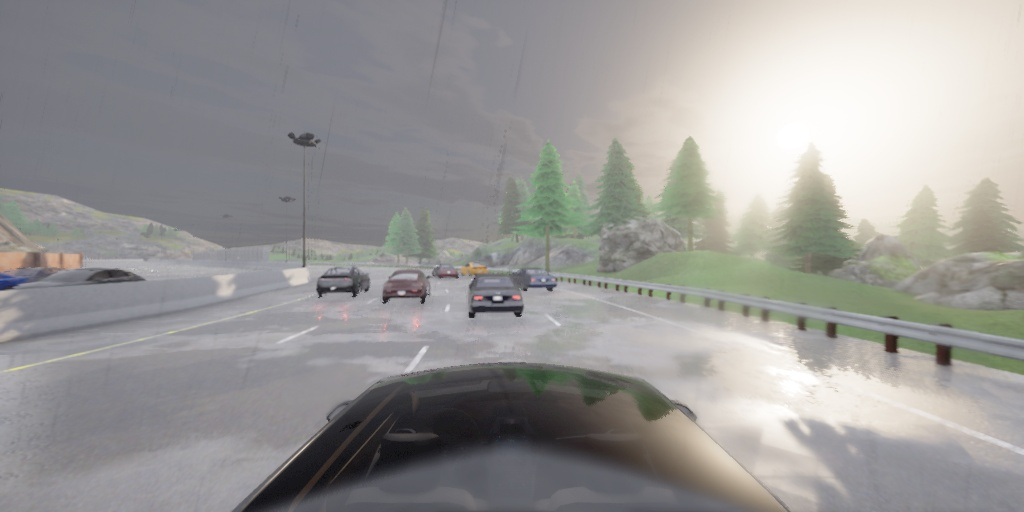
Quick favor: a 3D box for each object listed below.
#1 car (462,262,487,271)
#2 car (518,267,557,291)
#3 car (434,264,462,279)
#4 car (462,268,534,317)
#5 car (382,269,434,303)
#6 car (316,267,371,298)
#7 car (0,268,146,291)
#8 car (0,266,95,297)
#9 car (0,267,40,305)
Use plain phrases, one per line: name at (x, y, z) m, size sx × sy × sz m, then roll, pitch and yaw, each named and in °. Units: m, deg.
car at (-4.125, 1.415, 38.320) m, size 1.882 × 1.535 × 5.008 m, roll 0°, pitch 0°, yaw -23°
car at (1.169, 1.409, 22.584) m, size 2.033 × 1.411 × 5.357 m, roll 0°, pitch 0°, yaw -14°
car at (-6.651, 1.485, 35.450) m, size 1.994 × 1.385 × 4.181 m, roll 0°, pitch 0°, yaw -21°
car at (-0.753, 1.359, 13.502) m, size 2.033 × 1.411 × 5.357 m, roll 0°, pitch 0°, yaw -7°
car at (-4.897, 1.351, 17.001) m, size 1.812 × 1.442 × 4.674 m, roll 0°, pitch 0°, yaw -9°
car at (-8.876, 1.324, 19.180) m, size 2.128 × 1.511 × 4.902 m, roll 0°, pitch 0°, yaw -12°
car at (-19.119, 1.311, 16.115) m, size 1.837 × 1.490 × 4.892 m, roll 0°, pitch 0°, yaw -12°
car at (-27.255, 1.367, 20.408) m, size 2.033 × 1.411 × 5.357 m, roll 0°, pitch 0°, yaw -17°
car at (-22.226, 1.269, 13.900) m, size 1.882 × 1.535 × 5.008 m, roll 0°, pitch 0°, yaw -11°
